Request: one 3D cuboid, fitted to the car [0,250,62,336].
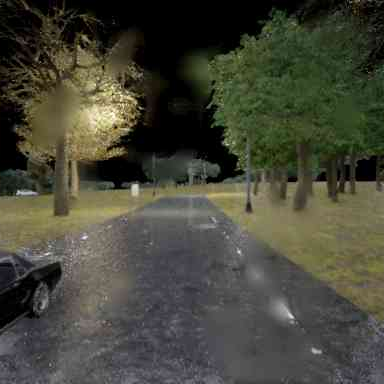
[{"bbox_3d":[-3.598,1.598,4.618,1.895,1.301,4.718,0,0,0],"label":"car"}]
